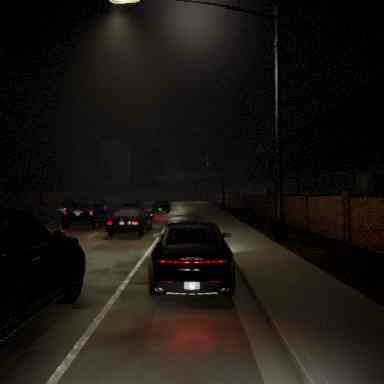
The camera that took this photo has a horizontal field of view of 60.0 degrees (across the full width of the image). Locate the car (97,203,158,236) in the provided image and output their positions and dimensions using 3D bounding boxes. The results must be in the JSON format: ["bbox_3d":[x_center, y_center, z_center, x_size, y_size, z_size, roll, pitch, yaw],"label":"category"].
[{"bbox_3d":[-3.354,1.556,18.528,2.033,1.411,5.357,0,0,0],"label":"car"}]

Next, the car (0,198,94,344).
[{"bbox_3d":[-3.396,1.223,4.914,2.150,2.045,5.566,0,0,0],"label":"car"}]

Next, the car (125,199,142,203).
[{"bbox_3d":[-6.822,1.542,38.340,1.812,1.442,4.674,0,0,0],"label":"car"}]

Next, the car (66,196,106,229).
[{"bbox_3d":[-6.828,1.360,22.033,2.097,1.767,4.553,0,0,0],"label":"car"}]

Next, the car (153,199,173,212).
[{"bbox_3d":[-3.326,1.523,37.370,1.837,1.490,4.892,0,0,0],"label":"car"}]

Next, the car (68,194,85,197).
[{"bbox_3d":[-17.463,1.245,49.921,2.150,2.045,5.566,0,0,0],"label":"car"}]

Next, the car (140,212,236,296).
[{"bbox_3d":[0.000,1.508,8.652,1.837,1.490,4.892,0,0,0],"label":"car"}]
